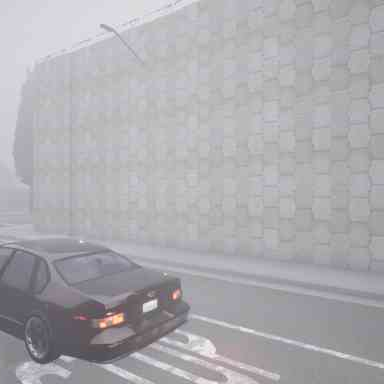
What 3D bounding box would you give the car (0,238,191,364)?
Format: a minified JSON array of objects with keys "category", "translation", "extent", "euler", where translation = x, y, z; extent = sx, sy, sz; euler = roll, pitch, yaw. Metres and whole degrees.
[{"category":"car","translation":[-2.602,1.547,5.834],"extent":[5.357,1.411,2.033],"euler":[0,0,35]}]
